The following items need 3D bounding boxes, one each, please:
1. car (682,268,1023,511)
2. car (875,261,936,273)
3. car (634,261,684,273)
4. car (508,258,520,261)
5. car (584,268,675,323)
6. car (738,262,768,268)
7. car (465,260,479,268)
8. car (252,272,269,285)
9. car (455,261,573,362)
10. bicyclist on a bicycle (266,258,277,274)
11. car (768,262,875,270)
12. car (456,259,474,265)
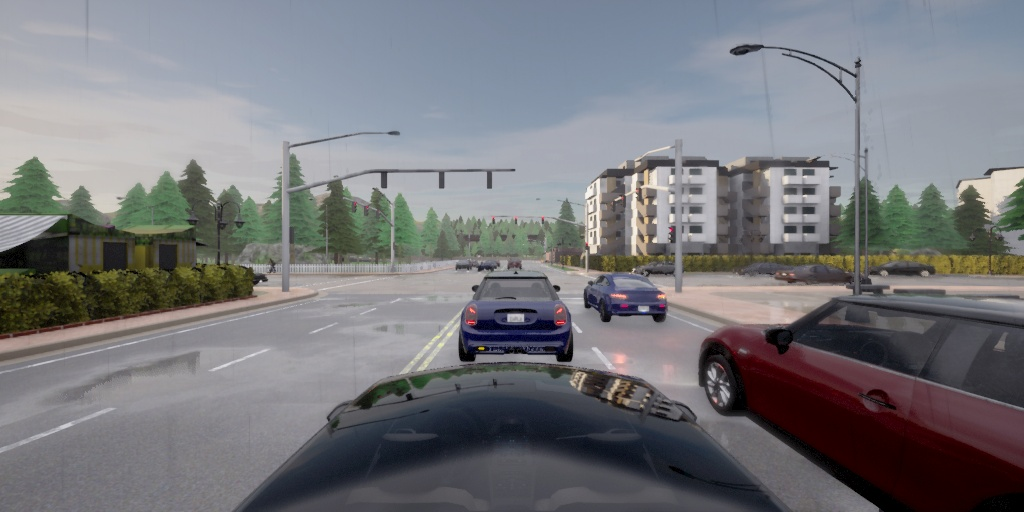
[{"bbox_3d":[3.605,1.102,3.104,2.097,1.767,4.553,0,0,0],"label":"car"},{"bbox_3d":[36.408,1.228,33.854,5.008,1.535,1.882,0,0,14],"label":"car"},{"bbox_3d":[14.250,1.242,34.975,4.902,1.511,2.128,0,0,-2],"label":"car"},{"bbox_3d":[0.409,1.101,56.493,2.097,1.767,4.553,0,0,0],"label":"car"},{"bbox_3d":[3.646,1.276,12.093,1.812,1.442,4.674,0,0,1],"label":"car"},{"bbox_3d":[24.746,1.297,35.229,5.357,1.411,2.033,0,0,0],"label":"car"},{"bbox_3d":[-6.739,1.314,60.818,1.994,1.385,4.181,0,0,0],"label":"car"},{"bbox_3d":[-19.362,1.297,23.793,5.357,1.411,2.033,0,0,-1],"label":"car"},{"bbox_3d":[0.093,1.102,8.383,2.097,1.767,4.553,0,0,1],"label":"car"},{"bbox_3d":[-25.591,1.052,38.158,0.582,1.620,1.656,0,0,-1],"label":"bicyclist on a bicycle"},{"bbox_3d":[21.120,1.297,24.613,5.357,1.411,2.033,0,0,-2],"label":"car"},{"bbox_3d":[-6.797,1.228,50.901,1.882,1.535,5.008,0,0,0],"label":"car"}]
